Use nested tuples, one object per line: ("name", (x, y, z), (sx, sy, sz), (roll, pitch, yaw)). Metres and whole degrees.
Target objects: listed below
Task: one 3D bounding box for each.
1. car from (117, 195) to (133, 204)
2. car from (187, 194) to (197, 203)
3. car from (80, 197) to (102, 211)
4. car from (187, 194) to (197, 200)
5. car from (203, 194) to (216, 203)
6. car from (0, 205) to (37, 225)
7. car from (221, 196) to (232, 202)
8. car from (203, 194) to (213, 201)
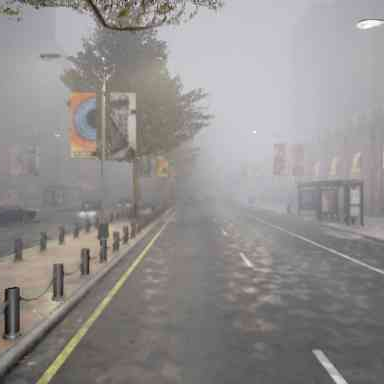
("car", (-11.542, 1.319, 57.938), (1.812, 1.442, 4.674), (0, 0, 1))
("car", (-0.006, 1.279, 63.305), (1.837, 1.490, 4.892), (0, 0, 0))
("car", (-11.595, 1.352, 39.129), (2.128, 1.511, 4.902), (0, 0, 0))
("car", (-0.007, 1.116, 73.423), (1.994, 1.385, 4.181), (0, 0, 0))
("car", (3.494, 1.337, 63.658), (1.994, 1.385, 4.181), (0, 0, 0))
("car", (-12.450, 1.524, 21.475), (1.895, 1.301, 4.718), (0, 0, 16))
("car", (6.743, 1.360, 65.965), (1.895, 1.301, 4.718), (0, 0, 0))
("car", (3.493, 1.159, 73.454), (1.895, 1.301, 4.718), (0, 0, 0))
